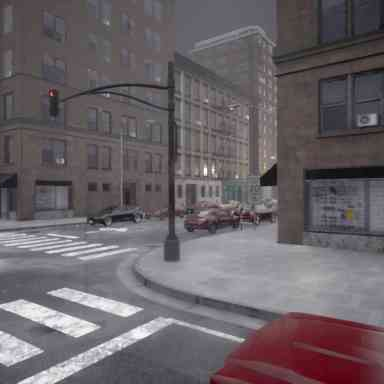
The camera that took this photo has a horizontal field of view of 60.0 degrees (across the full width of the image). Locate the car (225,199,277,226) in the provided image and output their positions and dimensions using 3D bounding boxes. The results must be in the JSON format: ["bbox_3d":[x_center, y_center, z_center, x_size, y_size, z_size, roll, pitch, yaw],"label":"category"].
[{"bbox_3d":[4.387,1.411,23.362,1.967,1.590,4.097,0,0,36],"label":"car"}]

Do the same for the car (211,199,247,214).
[{"bbox_3d":[4.177,1.544,36.867,1.752,1.417,4.829,0,0,36],"label":"car"}]

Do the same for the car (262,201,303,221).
[{"bbox_3d":[7.696,1.494,27.990,1.752,1.417,4.829,0,0,36],"label":"car"}]

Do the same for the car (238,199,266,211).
[{"bbox_3d":[7.486,1.600,41.494,1.802,1.307,4.206,0,0,36],"label":"car"}]

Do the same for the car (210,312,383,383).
[{"bbox_3d":[2.381,1.601,1.991,4.718,1.301,1.895,0,0,36],"label":"car"}]

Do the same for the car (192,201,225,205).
[{"bbox_3d":[1.067,1.565,32.516,1.887,1.381,4.507,0,0,36],"label":"car"}]

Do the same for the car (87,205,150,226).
[{"bbox_3d":[-5.352,1.590,23.538,1.947,1.339,4.313,0,0,36],"label":"car"}]

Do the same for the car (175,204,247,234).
[{"bbox_3d":[1.178,1.555,18.872,1.802,1.307,4.206,0,0,36],"label":"car"}]

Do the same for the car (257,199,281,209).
[{"bbox_3d":[10.695,1.601,45.983,1.802,1.307,4.206,0,0,36],"label":"car"}]

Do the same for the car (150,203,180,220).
[{"bbox_3d":[-2.142,1.604,28.027,1.802,1.307,4.206,0,0,36],"label":"car"}]
